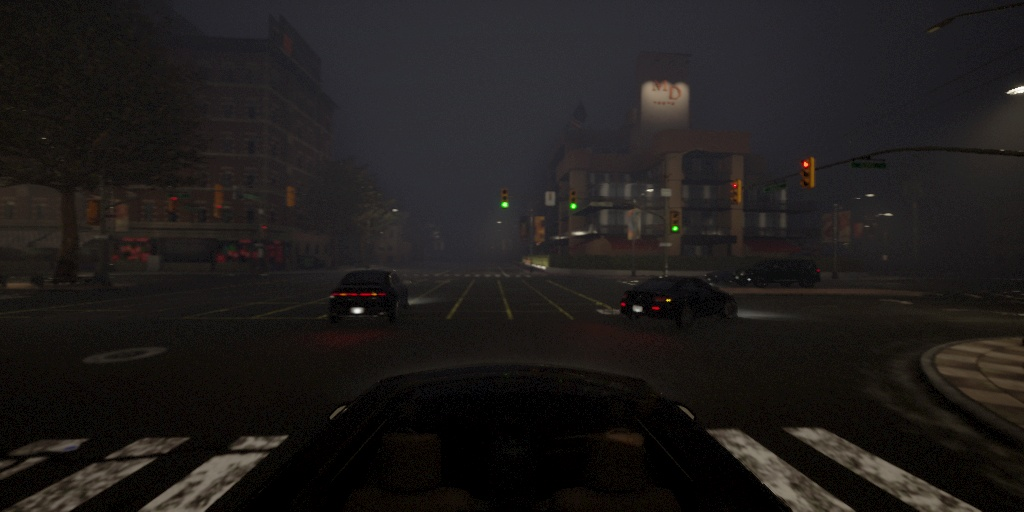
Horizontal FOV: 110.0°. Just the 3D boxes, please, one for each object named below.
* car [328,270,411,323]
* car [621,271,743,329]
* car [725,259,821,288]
[{"bbox_3d":[-4.610,1.208,12.017,1.837,1.490,4.892,1,0,-11],"label":"car"},{"bbox_3d":[5.390,1.344,11.535,4.674,1.442,1.812,1,-1,-37],"label":"car"},{"bbox_3d":[18.773,1.203,25.611,5.566,2.045,2.150,1,0,-2],"label":"car"}]
